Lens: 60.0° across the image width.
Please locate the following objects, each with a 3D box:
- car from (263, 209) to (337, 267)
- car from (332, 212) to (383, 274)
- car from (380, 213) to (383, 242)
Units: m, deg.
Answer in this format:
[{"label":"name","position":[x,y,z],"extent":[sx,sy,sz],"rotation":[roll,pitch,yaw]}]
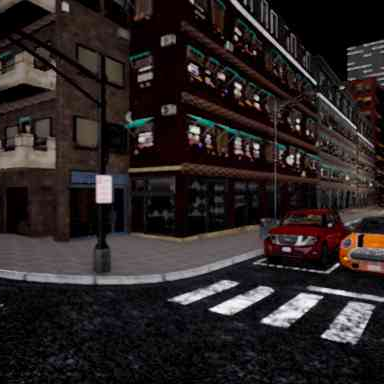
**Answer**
[{"label":"car","position":[4.517,1.596,12.891],"extent":[2.192,1.841,5.009],"rotation":[-1,-2,35]},{"label":"car","position":[6.533,1.623,11.310],"extent":[2.097,1.767,4.553],"rotation":[0,-1,36]},{"label":"car","position":[12.105,1.971,19.155],"extent":[1.812,1.442,4.674],"rotation":[0,-1,35]}]
